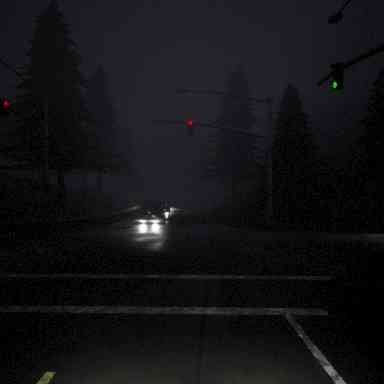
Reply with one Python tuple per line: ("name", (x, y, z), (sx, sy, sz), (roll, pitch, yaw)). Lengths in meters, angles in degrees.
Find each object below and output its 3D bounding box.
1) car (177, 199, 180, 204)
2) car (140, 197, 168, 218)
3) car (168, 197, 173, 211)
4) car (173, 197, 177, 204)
("car", (-4.099, 1.564, 61.619), (1.994, 1.385, 4.181), (0, 0, -39))
("car", (-3.653, 1.491, 30.775), (2.128, 1.511, 4.902), (0, 0, 0))
("car", (-3.648, 1.478, 40.278), (1.882, 1.535, 5.008), (0, 0, 0))
("car", (-3.937, 1.491, 50.429), (2.128, 1.511, 4.902), (0, 0, -7))
